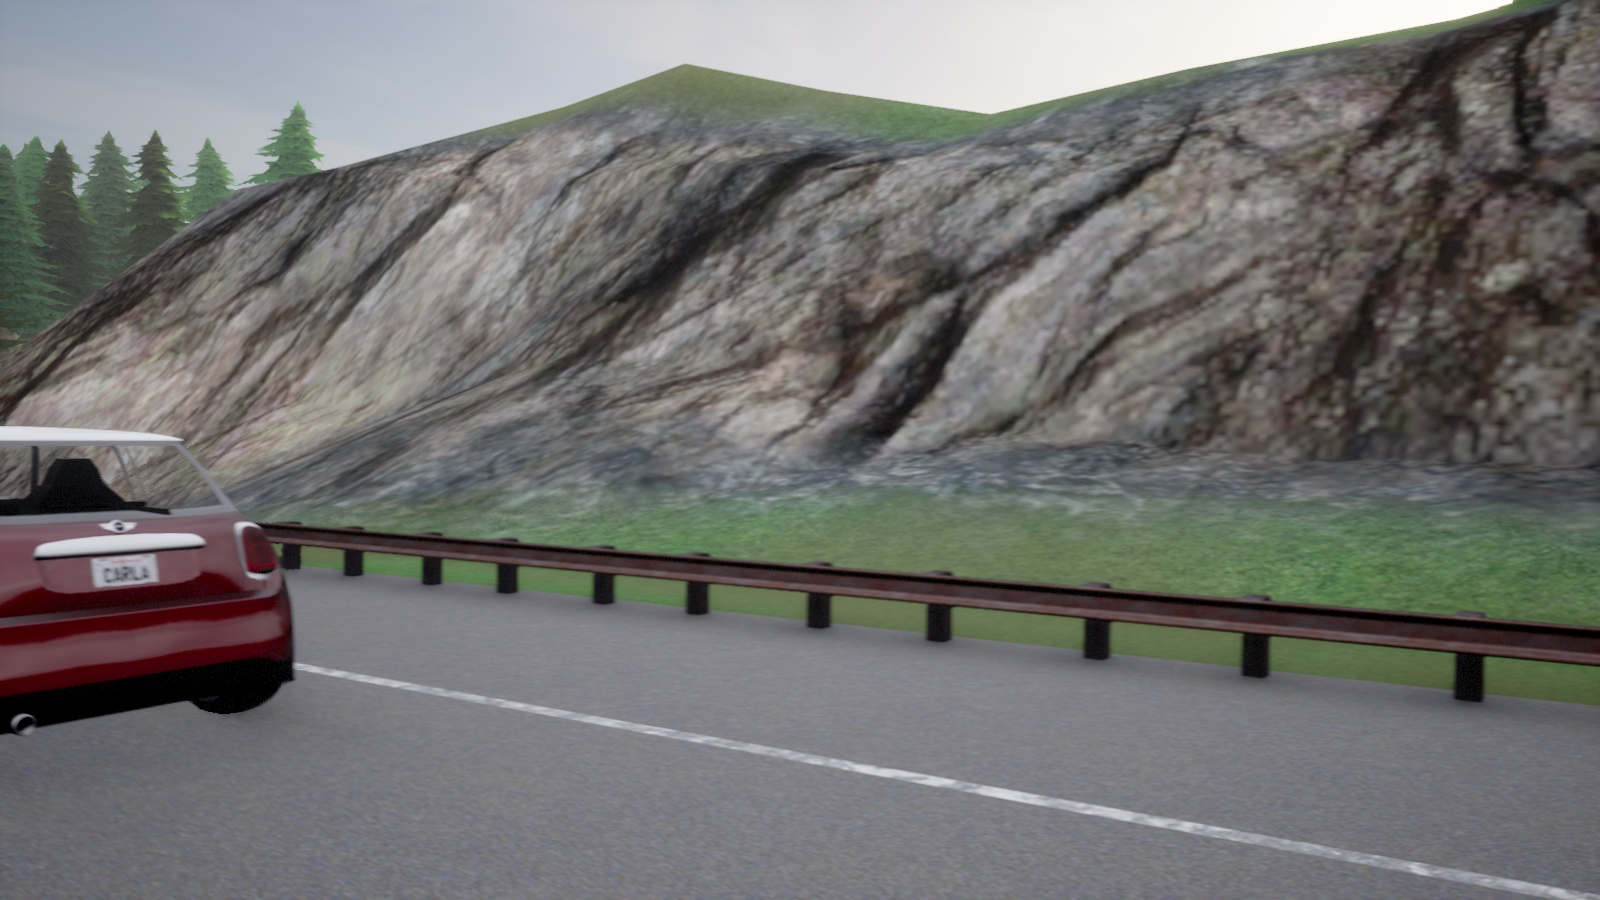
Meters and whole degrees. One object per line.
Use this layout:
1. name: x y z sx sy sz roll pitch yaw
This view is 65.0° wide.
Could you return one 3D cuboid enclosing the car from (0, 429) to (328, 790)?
1. car: -4.554 0.647 6.650 3.806 1.475 1.970 0 1 34
